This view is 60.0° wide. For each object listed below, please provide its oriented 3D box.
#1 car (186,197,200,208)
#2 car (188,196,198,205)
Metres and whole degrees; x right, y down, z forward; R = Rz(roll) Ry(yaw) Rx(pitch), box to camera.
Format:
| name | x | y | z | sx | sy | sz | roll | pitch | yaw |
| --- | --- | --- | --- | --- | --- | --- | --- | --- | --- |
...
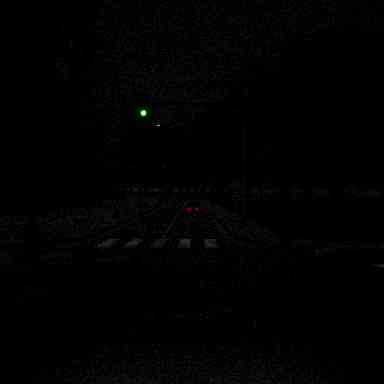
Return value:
| name | x | y | z | sx | sy | sz | roll | pitch | yaw |
| --- | --- | --- | --- | --- | --- | --- | --- | --- | --- |
| car | 0.165 | 1.629 | 52.325 | 2.128 | 1.511 | 4.902 | 0 | 0 | 0 |
| car | 0.172 | 1.639 | 62.744 | 1.882 | 1.535 | 5.008 | 0 | 0 | 0 |
